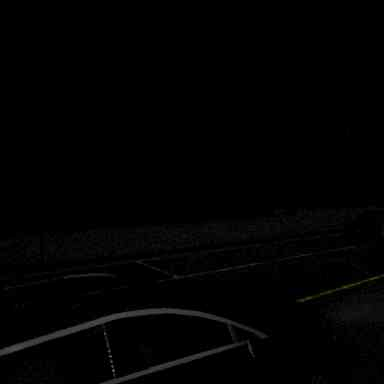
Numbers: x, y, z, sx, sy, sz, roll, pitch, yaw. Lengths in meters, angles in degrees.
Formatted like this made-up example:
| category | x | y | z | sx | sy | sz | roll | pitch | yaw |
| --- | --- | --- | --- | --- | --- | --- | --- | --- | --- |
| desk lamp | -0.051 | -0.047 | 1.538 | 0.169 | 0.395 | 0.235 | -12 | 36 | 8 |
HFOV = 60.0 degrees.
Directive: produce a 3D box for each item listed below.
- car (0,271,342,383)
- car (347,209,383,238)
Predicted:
| category | x | y | z | sx | sy | sz | roll | pitch | yaw |
| --- | --- | --- | --- | --- | --- | --- | --- | --- | --- |
| car | -0.661 | 1.492 | 2.854 | 4.902 | 1.511 | 2.128 | 0 | 0 | -35 |
| car | 9.998 | 1.567 | 17.645 | 4.313 | 1.339 | 1.947 | 0 | 0 | -36 |
